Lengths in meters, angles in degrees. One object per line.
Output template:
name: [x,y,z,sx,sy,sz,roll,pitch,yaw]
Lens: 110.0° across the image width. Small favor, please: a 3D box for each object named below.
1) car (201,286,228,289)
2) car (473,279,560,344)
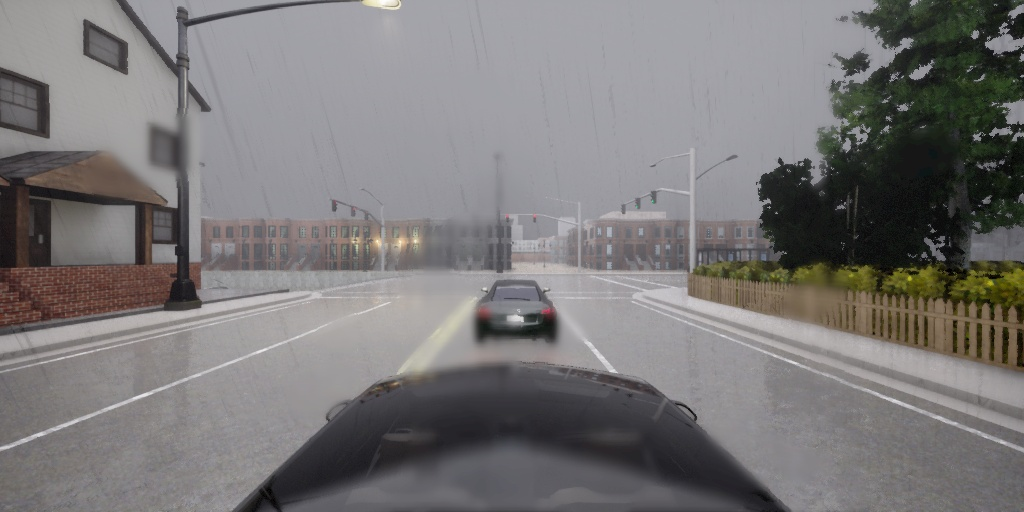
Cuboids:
car: [-22.572,3.341,26.867,5.566,2.045,2.150,-13,1,-1]
car: [0.102,1.314,9.612,1.994,1.385,4.181,0,0,0]
